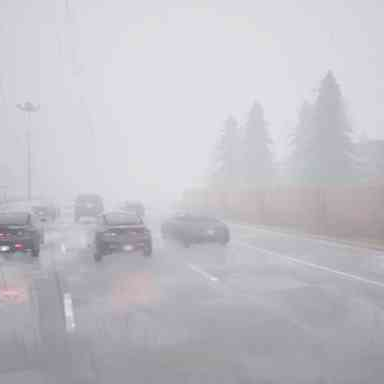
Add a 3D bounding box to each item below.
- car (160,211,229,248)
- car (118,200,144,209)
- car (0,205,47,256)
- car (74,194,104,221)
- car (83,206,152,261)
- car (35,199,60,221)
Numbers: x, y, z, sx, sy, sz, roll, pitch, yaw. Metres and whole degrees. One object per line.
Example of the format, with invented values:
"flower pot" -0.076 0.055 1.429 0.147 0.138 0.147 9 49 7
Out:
"car" -0.024 1.524 14.756 1.994 1.385 4.181 0 0 -22
"car" -5.324 1.430 29.201 1.837 1.490 4.892 0 1 -16
"car" -6.677 1.473 12.544 1.837 1.490 4.892 0 1 -22
"car" -8.291 1.153 26.837 2.150 2.045 5.566 0 0 -17
"car" -2.819 1.470 12.312 1.837 1.490 4.892 0 -1 -22
"car" -12.092 1.454 27.440 1.812 1.442 4.674 0 0 -16
